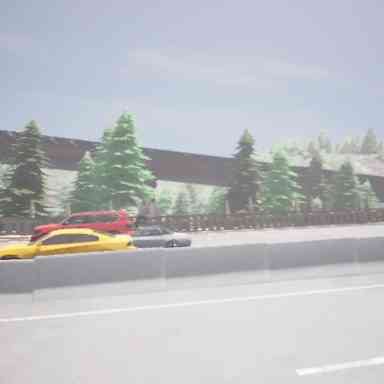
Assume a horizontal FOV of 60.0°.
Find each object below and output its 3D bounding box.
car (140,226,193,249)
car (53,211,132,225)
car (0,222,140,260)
[{"bbox_3d":[-2.417,2.343,16.243,4.718,1.301,1.895,-1,-2,-12],"label":"car"},{"bbox_3d":[-6.112,2.175,19.028,5.566,2.045,2.150,-1,-2,-12],"label":"car"},{"bbox_3d":[-4.612,2.111,12.186,5.008,1.535,1.882,-1,-2,-12],"label":"car"}]
